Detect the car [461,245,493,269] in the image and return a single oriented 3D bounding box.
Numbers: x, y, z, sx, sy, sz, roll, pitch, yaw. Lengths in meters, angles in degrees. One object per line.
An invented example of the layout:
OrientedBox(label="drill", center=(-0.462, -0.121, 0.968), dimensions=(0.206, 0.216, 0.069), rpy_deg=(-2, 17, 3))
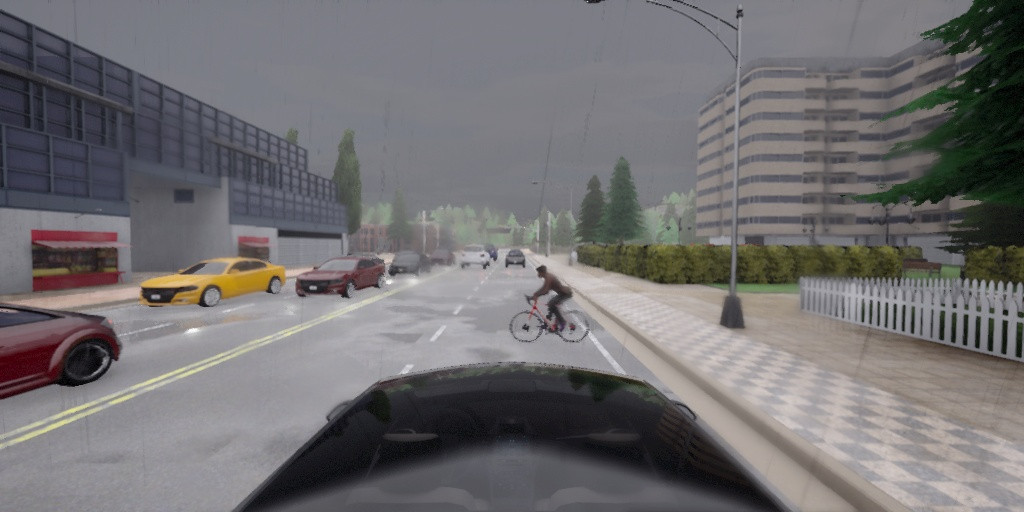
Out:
OrientedBox(label="car", center=(-3.200, 0.041, 32.221), dimensions=(2.150, 2.045, 5.566), rpy_deg=(0, 2, 1))

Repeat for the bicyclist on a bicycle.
OrientedBox(label="bicyclist on a bicycle", center=(0.779, 1.020, 7.434), dimensions=(1.656, 1.620, 0.582), rpy_deg=(0, 2, 0))

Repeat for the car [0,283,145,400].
OrientedBox(label="car", center=(-7.088, 1.217, 3.809), dimensions=(1.994, 1.385, 4.181), rpy_deg=(0, 2, 0))

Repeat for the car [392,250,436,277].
OrientedBox(label="car", center=(-6.820, 0.562, 24.526), dimensions=(1.837, 1.490, 4.892), rpy_deg=(0, 2, 0))

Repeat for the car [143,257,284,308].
OrientedBox(label="car", center=(-10.513, 0.836, 13.093), dimensions=(1.882, 1.535, 5.008), rpy_deg=(0, 2, 0))

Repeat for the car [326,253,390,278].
OrientedBox(label="car", center=(-10.320, 0.571, 24.555), dimensions=(2.033, 1.411, 5.357), rpy_deg=(0, 2, 0))

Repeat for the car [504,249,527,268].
OrientedBox(label="car", center=(0.327, 0.271, 34.221), dimensions=(2.128, 1.511, 4.902), rpy_deg=(0, 2, 1))

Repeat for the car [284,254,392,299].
OrientedBox(label="car", center=(-6.996, 0.791, 15.147), dimensions=(1.882, 1.535, 5.008), rpy_deg=(0, 1, 1))

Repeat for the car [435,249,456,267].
OrientedBox(label="car", center=(-6.757, 0.084, 34.638), dimensions=(2.097, 1.767, 4.553), rpy_deg=(0, 2, 1))

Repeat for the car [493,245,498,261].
OrientedBox(label="car", center=(-3.067, -0.424, 47.826), dimensions=(2.150, 2.045, 5.566), rpy_deg=(0, 2, 1))
